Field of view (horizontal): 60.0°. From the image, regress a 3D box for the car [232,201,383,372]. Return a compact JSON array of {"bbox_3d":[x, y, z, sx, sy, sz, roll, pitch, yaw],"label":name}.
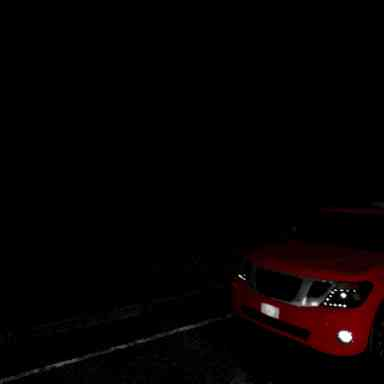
[{"bbox_3d":[3.286,1.218,6.030,5.566,2.045,2.150,0,0,-36],"label":"car"}]
